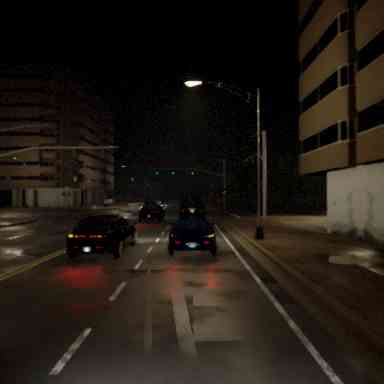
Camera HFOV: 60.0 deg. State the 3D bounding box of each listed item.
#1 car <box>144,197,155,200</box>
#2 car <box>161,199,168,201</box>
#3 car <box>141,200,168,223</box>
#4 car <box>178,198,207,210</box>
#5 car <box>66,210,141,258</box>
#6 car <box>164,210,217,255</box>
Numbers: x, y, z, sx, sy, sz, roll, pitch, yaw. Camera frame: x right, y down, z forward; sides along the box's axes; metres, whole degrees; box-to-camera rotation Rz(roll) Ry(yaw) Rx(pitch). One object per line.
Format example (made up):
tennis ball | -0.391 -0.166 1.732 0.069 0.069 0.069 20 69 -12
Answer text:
car | -10.446 2.143 82.013 2.150 2.045 5.566 0 -1 0
car | -6.946 2.418 82.037 1.837 1.490 4.892 0 -1 0
car | -3.449 1.794 29.207 1.882 1.535 5.008 0 0 1
car | 0.029 1.533 27.538 2.150 2.045 5.566 0 0 0
car | -3.475 1.659 13.467 1.837 1.490 4.892 0 0 0
car | 0.029 1.682 13.846 1.812 1.442 4.674 0 0 0
